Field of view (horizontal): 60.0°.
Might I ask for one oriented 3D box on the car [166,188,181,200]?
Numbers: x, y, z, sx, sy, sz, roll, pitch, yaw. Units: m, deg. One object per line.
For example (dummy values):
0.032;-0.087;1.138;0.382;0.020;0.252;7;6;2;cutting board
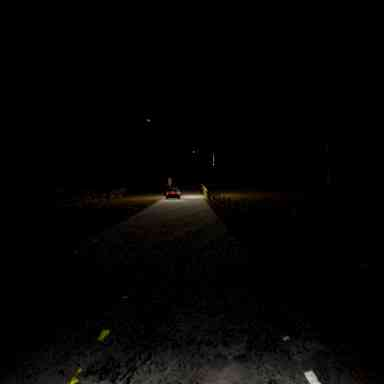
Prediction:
-2.828;0.197;50.277;2.097;1.767;4.553;-1;2;0;car
